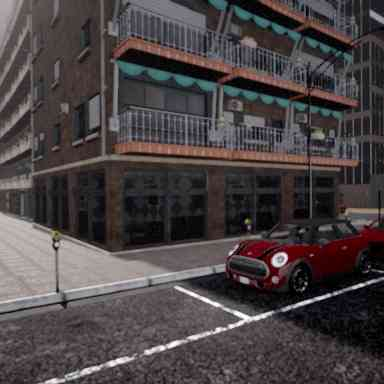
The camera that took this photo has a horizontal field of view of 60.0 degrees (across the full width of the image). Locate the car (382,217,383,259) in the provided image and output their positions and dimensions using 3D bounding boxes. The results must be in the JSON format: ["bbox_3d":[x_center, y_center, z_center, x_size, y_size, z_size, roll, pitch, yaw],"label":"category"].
[{"bbox_3d":[7.283,1.538,11.756,4.507,1.381,1.887,0,-1,-35],"label":"car"}]

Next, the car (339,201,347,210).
[{"bbox_3d":[16.552,1.731,40.643,1.967,1.590,4.097,-2,0,-36],"label":"car"}]

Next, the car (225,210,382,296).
[{"bbox_3d":[2.783,1.436,8.552,4.097,1.590,1.967,0,-1,-35],"label":"car"}]
